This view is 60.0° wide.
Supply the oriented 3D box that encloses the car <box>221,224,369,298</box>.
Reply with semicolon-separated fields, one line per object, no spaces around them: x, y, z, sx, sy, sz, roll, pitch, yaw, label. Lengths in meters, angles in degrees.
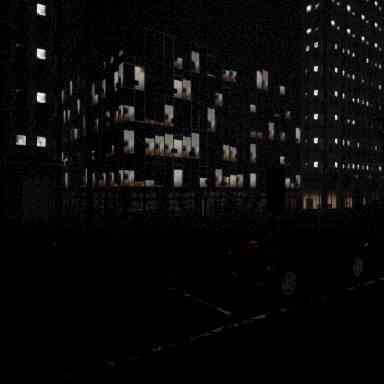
2.756;1.545;8.530;4.507;1.381;1.887;0;0;-36;car
